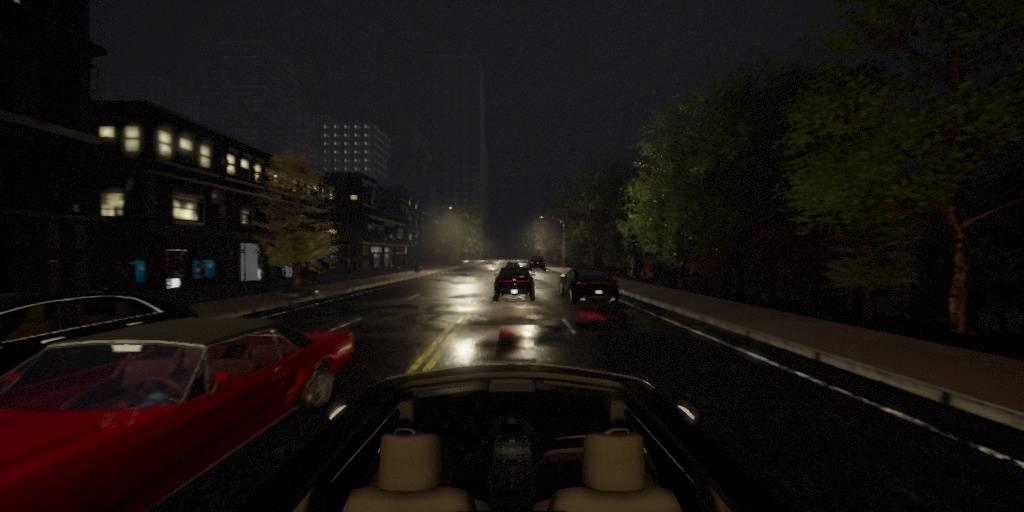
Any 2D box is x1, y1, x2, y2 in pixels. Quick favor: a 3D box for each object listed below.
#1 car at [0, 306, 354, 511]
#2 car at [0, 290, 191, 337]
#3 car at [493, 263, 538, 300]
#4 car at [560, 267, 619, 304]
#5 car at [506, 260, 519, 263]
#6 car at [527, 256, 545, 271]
[{"bbox_3d":[-3.349,1.352,3.251,1.895,1.301,4.718,0,0,0],"label":"car"},{"bbox_3d":[-6.598,1.257,4.535,1.837,1.490,4.892,0,0,0],"label":"car"},{"bbox_3d":[0.102,1.267,17.845,1.837,1.490,4.892,0,0,0],"label":"car"},{"bbox_3d":[3.353,1.238,16.319,1.882,1.535,5.008,0,0,0],"label":"car"},{"bbox_3d":[0.106,1.343,53.244,1.994,1.385,4.181,0,0,0],"label":"car"},{"bbox_3d":[3.356,0.998,49.428,2.150,2.045,5.566,0,0,0],"label":"car"}]
